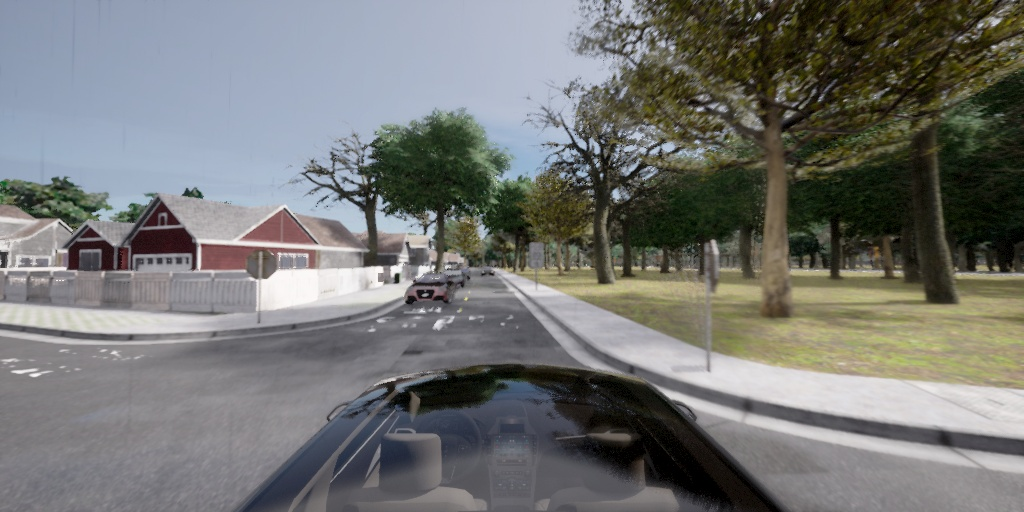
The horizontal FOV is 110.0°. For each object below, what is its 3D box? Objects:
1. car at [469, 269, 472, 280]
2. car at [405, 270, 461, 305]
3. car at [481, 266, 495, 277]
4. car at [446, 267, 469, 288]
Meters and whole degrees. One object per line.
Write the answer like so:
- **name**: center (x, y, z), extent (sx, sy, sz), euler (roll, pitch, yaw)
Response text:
- **car**: center (-5.499, 1.951, 40.081), extent (2.033, 1.411, 5.357), euler (0, -1, -4)
- **car**: center (-3.879, 1.559, 17.761), extent (1.994, 1.385, 4.181), euler (0, -1, -2)
- **car**: center (-3.389, 2.201, 49.785), extent (1.895, 1.301, 4.718), euler (0, -1, -4)
- **car**: center (-4.619, 1.700, 28.499), extent (1.812, 1.442, 4.674), euler (0, -1, -5)
